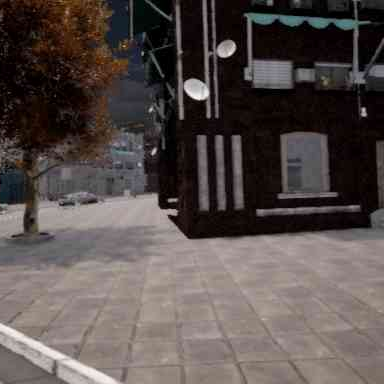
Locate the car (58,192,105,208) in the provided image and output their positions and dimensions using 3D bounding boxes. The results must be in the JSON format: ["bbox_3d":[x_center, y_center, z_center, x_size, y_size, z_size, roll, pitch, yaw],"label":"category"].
[{"bbox_3d":[-10.947,0.759,33.302,2.128,1.511,4.902,-3,1,32],"label":"car"}]

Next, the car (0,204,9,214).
[{"bbox_3d":[-17.615,1.341,27.255,1.895,1.301,4.718,-2,1,16],"label":"car"}]
